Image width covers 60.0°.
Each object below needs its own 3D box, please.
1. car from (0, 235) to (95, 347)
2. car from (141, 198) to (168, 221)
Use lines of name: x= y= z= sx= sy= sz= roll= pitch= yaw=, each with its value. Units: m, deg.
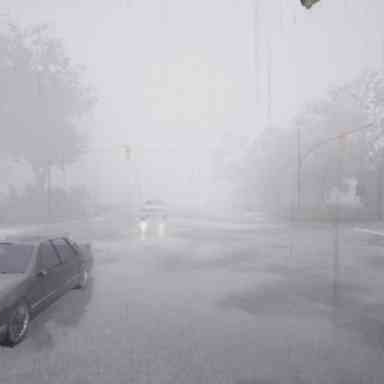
car: x=-3.493 y=1.623 z=6.690 sx=2.033 sy=1.411 sz=5.357 roll=0 pitch=-1 yaw=0
car: x=-3.474 y=1.591 z=31.729 sx=2.150 sy=2.045 sz=5.566 roll=0 pitch=0 yaw=0
